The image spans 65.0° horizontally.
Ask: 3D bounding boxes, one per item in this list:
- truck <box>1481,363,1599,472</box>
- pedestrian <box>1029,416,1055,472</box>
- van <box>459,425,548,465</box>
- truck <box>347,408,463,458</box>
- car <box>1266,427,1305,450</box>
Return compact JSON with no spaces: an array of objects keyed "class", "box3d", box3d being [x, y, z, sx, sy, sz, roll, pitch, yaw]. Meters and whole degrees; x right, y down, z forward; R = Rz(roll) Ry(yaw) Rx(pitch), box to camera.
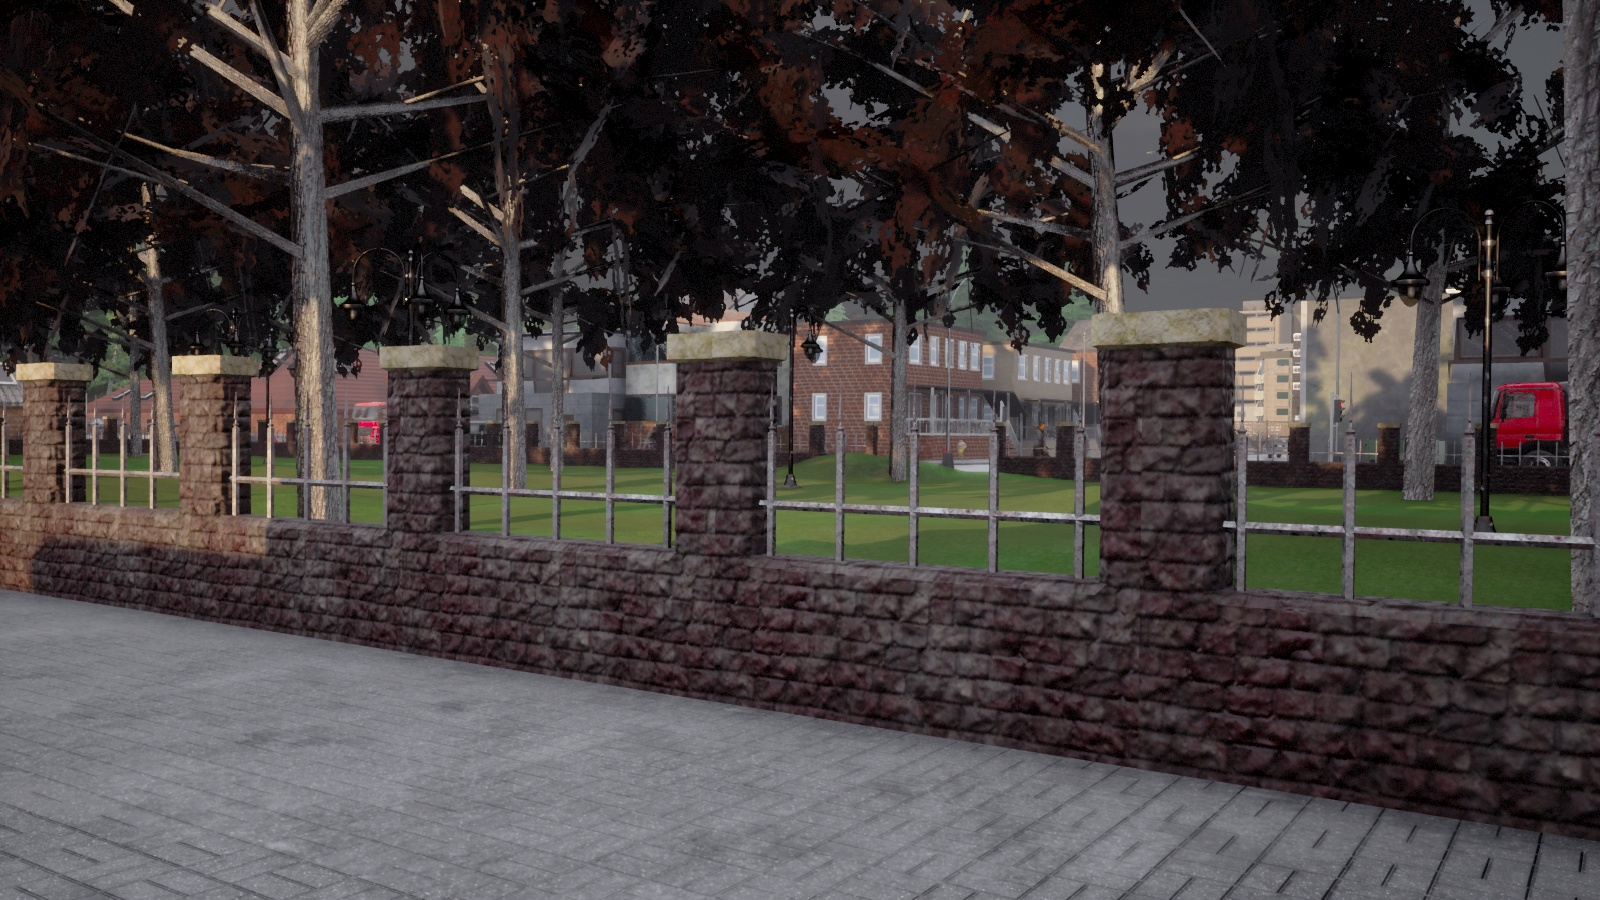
[{"class":"truck","box3d":[26.780,-1.050,40.767,7.936,3.462,2.891,0,1,34]},{"class":"pedestrian","box3d":[8.097,-0.205,41.983,0.694,1.848,0.540,0,1,34]},{"class":"van","box3d":[-15.092,-0.250,63.865,4.442,1.987,1.775,0,1,33]},{"class":"truck","box3d":[-28.397,-1.231,90.679,2.891,3.462,7.936,0,1,34]},{"class":"car","box3d":[34.197,-0.805,88.444,1.789,1.549,3.705,0,1,34]}]
